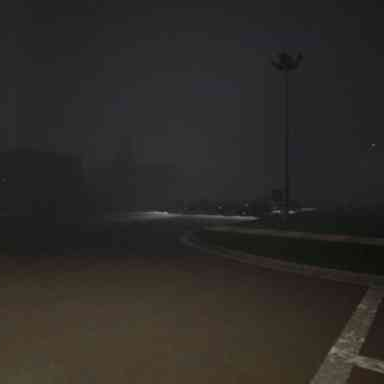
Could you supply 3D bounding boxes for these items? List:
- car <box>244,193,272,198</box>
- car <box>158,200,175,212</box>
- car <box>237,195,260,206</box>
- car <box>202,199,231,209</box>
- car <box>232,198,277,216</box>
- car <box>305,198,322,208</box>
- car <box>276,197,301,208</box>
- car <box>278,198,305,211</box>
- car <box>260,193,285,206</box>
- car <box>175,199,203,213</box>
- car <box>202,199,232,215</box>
[{"bbox_3d":[8.909,1.374,42.719,2.097,1.767,4.553,0,0,35],"label":"car"},{"bbox_3d":[-2.157,1.594,39.105,1.994,1.385,4.181,0,0,34],"label":"car"},{"bbox_3d":[9.506,1.383,55.744,2.097,1.767,4.553,0,0,35],"label":"car"},{"bbox_3d":[3.560,1.631,47.281,1.895,1.301,4.718,0,0,35],"label":"car"},{"bbox_3d":[6.343,1.565,32.929,2.033,1.411,5.357,0,0,35],"label":"car"},{"bbox_3d":[17.815,1.618,49.341,1.895,1.301,4.718,0,0,35],"label":"car"},{"bbox_3d":[14.920,1.569,51.298,2.033,1.411,5.357,0,0,34],"label":"car"},{"bbox_3d":[12.047,1.581,41.091,1.994,1.385,4.181,0,0,35],"label":"car"},{"bbox_3d":[13.452,1.250,55.278,2.150,2.045,5.566,0,0,35],"label":"car"},{"bbox_3d":[0.745,1.517,37.136,2.128,1.511,4.902,0,0,35],"label":"car"},{"bbox_3d":[3.317,1.547,34.673,1.812,1.442,4.674,0,0,34],"label":"car"}]
